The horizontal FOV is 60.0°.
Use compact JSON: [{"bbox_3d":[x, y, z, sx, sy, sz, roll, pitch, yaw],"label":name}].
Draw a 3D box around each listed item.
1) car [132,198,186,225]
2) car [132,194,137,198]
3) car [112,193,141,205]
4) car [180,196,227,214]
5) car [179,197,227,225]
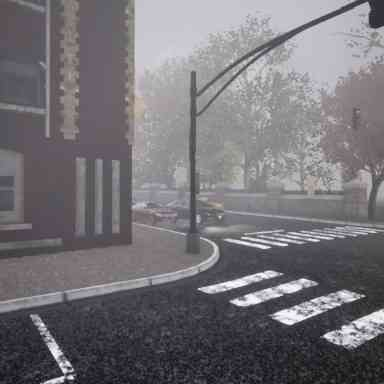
[{"bbox_3d":[-2.503,1.257,21.022,1.802,1.307,4.206,2,0,-36],"label":"car"},{"bbox_3d":[-6.825,0.991,31.406,1.837,1.490,4.892,0,2,-36],"label":"car"},{"bbox_3d":[-8.681,0.864,43.876,2.008,1.369,4.403,1,0,-36],"label":"car"},{"bbox_3d":[0.950,1.129,30.551,1.752,1.417,4.829,1,0,-36],"label":"car"},{"bbox_3d":[0.164,1.207,21.687,1.837,1.490,4.892,0,1,-39],"label":"car"}]
